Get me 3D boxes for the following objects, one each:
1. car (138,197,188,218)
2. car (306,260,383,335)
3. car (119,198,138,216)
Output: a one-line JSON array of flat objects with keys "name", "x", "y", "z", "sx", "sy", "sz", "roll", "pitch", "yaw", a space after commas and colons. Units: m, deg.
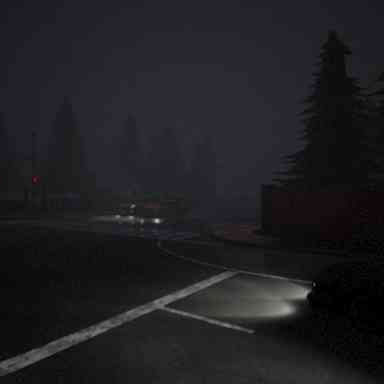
[{"name": "car", "x": -2.334, "y": 1.467, "z": 30.755, "sx": 1.882, "sy": 1.535, "sz": 5.008, "roll": 0, "pitch": 0, "yaw": 35}, {"name": "car", "x": 4.627, "y": 1.548, "z": 4.964, "sx": 5.357, "sy": 1.411, "sz": 2.033, "roll": 0, "pitch": 0, "yaw": 36}, {"name": "car", "x": -5.065, "y": 1.339, "z": 32.952, "sx": 2.097, "sy": 1.767, "sz": 4.553, "roll": 0, "pitch": 0, "yaw": 36}]
